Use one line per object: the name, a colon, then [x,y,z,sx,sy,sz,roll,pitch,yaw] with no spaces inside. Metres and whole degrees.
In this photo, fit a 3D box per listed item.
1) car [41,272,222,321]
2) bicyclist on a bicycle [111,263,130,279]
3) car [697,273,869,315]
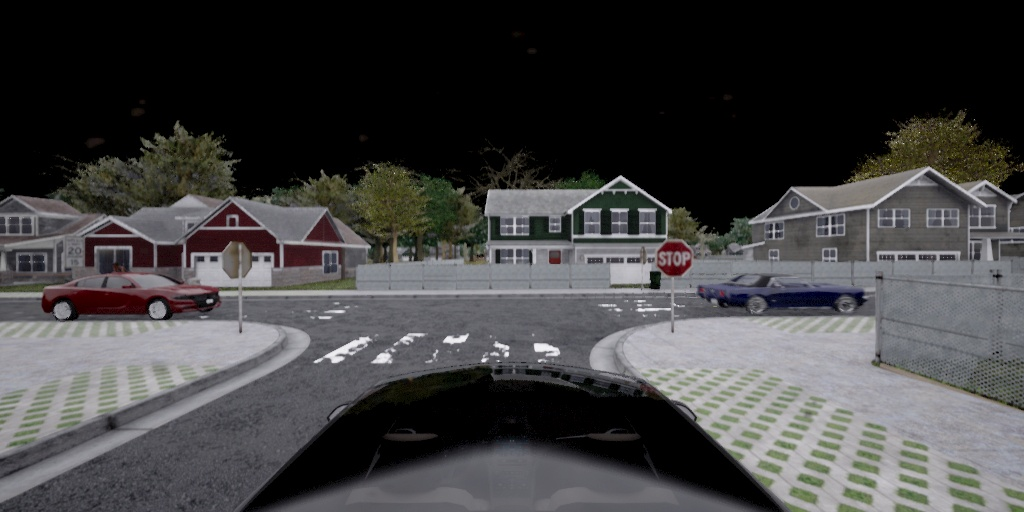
car: [-12.869,1.306,12.332,5.008,1.535,1.882,-1,0,1]
bicyclist on a bicycle: [-19.997,1.175,18.263,0.582,1.620,1.656,0,0,1]
car: [9.165,1.253,12.336,4.718,1.301,1.895,0,0,0]
